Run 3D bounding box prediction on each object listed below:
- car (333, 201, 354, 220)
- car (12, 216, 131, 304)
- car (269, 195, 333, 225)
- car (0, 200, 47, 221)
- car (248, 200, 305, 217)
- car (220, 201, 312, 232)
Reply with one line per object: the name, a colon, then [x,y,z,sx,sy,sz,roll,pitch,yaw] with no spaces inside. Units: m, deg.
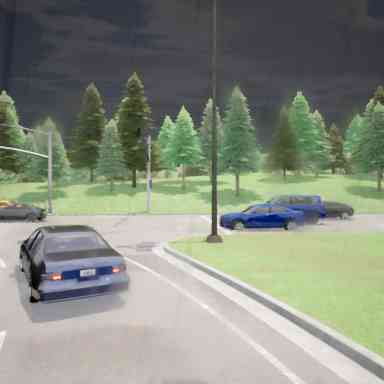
car: [10.683,1.500,27.215,4.892,1.490,1.837,-1,0,-5]
car: [-3.199,1.548,8.355,2.033,1.411,5.357,0,0,-30]
car: [6.514,1.222,23.356,5.566,2.045,2.150,0,0,-5]
car: [-13.273,1.564,25.217,4.181,1.385,1.994,0,0,-5]
car: [7.698,1.525,30.463,4.674,1.442,1.812,0,0,-5]
car: [4.120,1.478,19.646,5.008,1.535,1.882,0,0,-5]
